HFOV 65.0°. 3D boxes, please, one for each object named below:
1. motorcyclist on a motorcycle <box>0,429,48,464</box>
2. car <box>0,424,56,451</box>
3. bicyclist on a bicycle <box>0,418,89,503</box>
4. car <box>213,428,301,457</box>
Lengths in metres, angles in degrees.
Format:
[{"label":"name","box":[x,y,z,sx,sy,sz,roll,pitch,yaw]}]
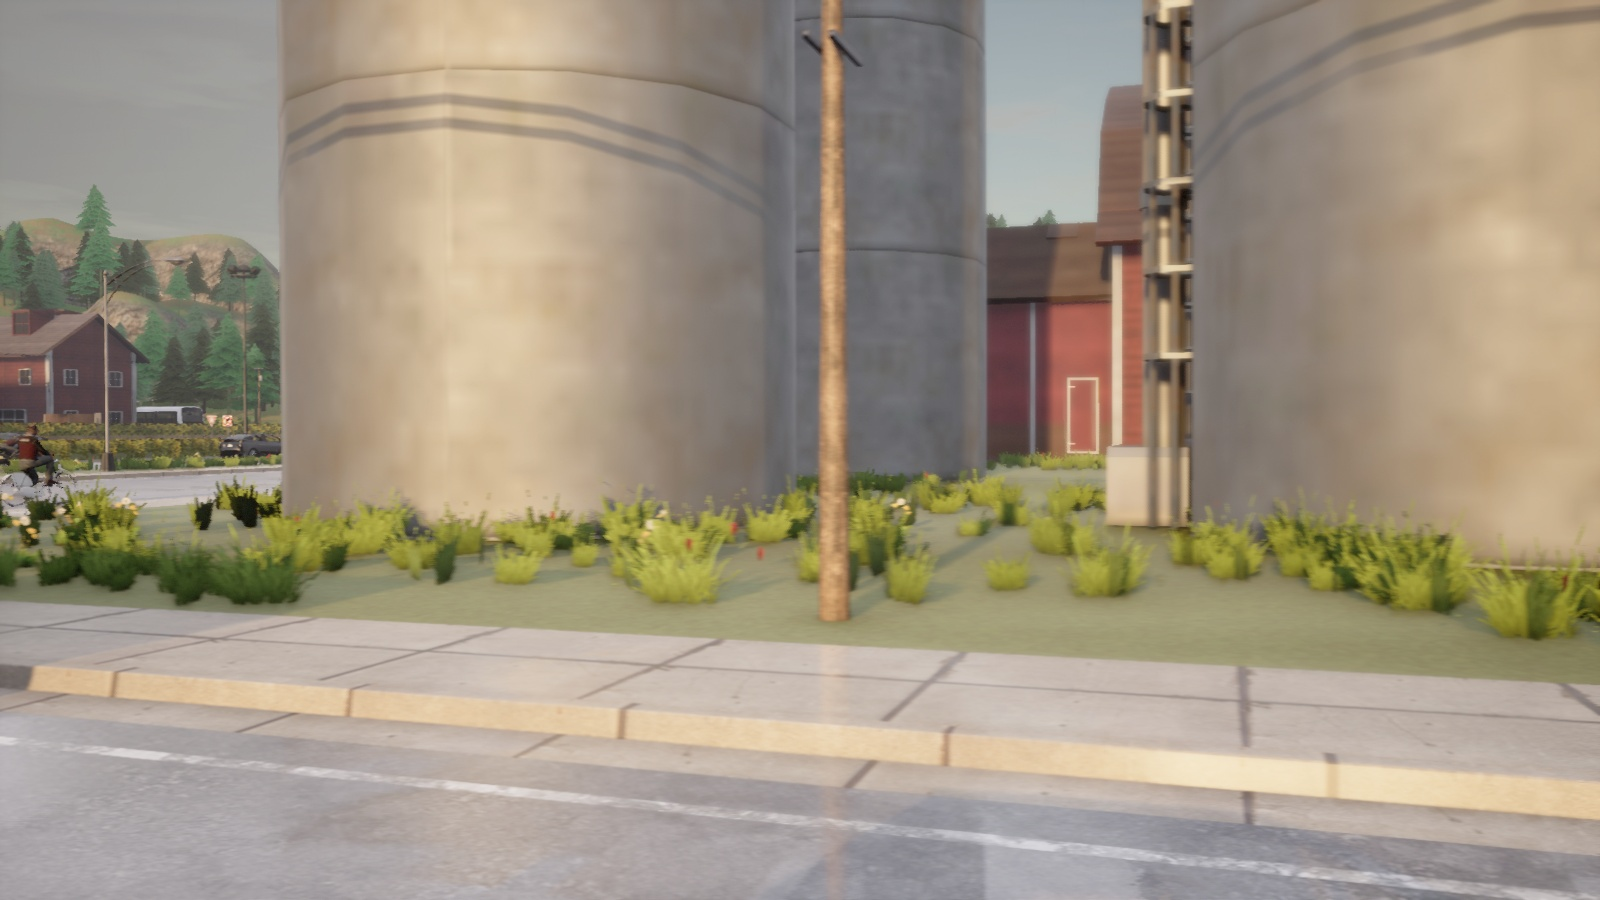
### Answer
[{"label":"motorcyclist on a motorcycle","box":[-34.937,-0.148,56.065,0.866,1.530,2.191,0,0,34]},{"label":"car","box":[-49.238,-0.801,77.993,2.152,1.651,5.027,0,1,18]},{"label":"bicyclist on a bicycle","box":[-16.467,0.209,27.229,0.659,1.776,1.843,0,1,18]},{"label":"car","box":[-30.079,-0.436,69.707,2.007,1.525,4.514,0,1,18]}]
